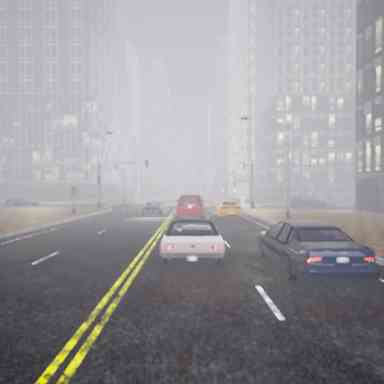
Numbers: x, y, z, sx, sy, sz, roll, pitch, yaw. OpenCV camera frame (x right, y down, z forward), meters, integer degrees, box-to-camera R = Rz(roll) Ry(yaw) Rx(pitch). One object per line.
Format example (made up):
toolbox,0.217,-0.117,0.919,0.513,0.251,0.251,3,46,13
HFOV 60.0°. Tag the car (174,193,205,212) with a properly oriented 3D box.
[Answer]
car,-0.157,1.184,27.014,2.150,2.045,5.566,0,0,-1

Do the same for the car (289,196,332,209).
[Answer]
car,15.762,1.441,45.396,5.009,1.841,2.192,0,0,0

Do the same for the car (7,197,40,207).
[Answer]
car,-23.169,1.408,45.535,4.313,1.339,1.947,0,0,1

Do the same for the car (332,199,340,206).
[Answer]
car,21.287,1.546,53.738,4.829,1.417,1.752,0,1,0

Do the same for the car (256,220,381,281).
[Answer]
car,3.265,1.531,9.766,2.033,1.411,5.357,0,0,-1

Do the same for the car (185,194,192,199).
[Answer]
car,-0.915,1.235,92.686,1.812,1.442,4.674,0,0,-1

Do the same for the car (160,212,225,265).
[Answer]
car,-0.004,1.587,11.614,1.895,1.301,4.718,0,0,-1

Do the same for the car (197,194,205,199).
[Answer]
car,2.339,1.229,92.302,2.033,1.411,5.357,0,0,-1

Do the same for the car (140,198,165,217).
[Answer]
car,-3.605,1.526,31.107,1.994,1.385,4.181,0,0,0

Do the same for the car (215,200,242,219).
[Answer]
car,3.079,1.433,28.513,1.882,1.535,5.008,0,0,-1
